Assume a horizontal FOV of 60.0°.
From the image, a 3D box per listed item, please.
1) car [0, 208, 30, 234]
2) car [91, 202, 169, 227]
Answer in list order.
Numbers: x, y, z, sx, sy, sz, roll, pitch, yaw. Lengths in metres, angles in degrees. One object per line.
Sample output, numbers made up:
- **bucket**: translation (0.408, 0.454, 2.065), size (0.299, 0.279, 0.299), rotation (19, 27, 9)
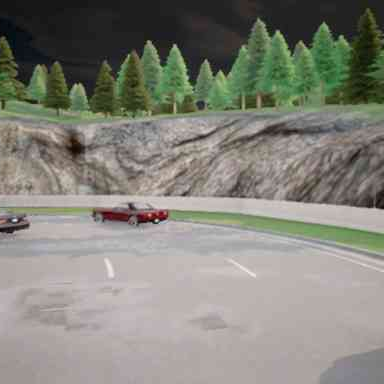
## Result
- **car**: translation (-10.089, 1.263, 15.088), size (5.357, 1.411, 2.033), rotation (0, 1, 16)
- **car**: translation (-3.726, 1.234, 19.355), size (4.718, 1.301, 1.895), rotation (1, 1, 36)
